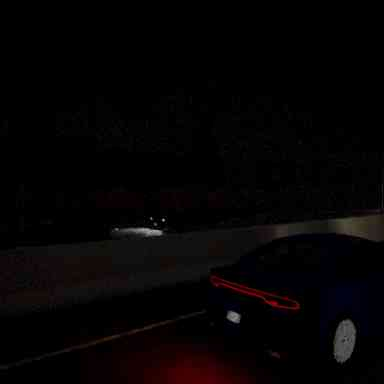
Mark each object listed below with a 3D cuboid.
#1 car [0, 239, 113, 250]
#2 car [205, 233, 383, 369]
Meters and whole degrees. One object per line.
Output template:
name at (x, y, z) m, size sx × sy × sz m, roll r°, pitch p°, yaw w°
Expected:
car at (-4.639, 1.508, 9.398) m, size 4.902 × 1.511 × 2.128 m, roll 0°, pitch 0°, yaw -36°
car at (2.524, 1.475, 5.830) m, size 5.008 × 1.535 × 1.882 m, roll 0°, pitch 0°, yaw -37°
